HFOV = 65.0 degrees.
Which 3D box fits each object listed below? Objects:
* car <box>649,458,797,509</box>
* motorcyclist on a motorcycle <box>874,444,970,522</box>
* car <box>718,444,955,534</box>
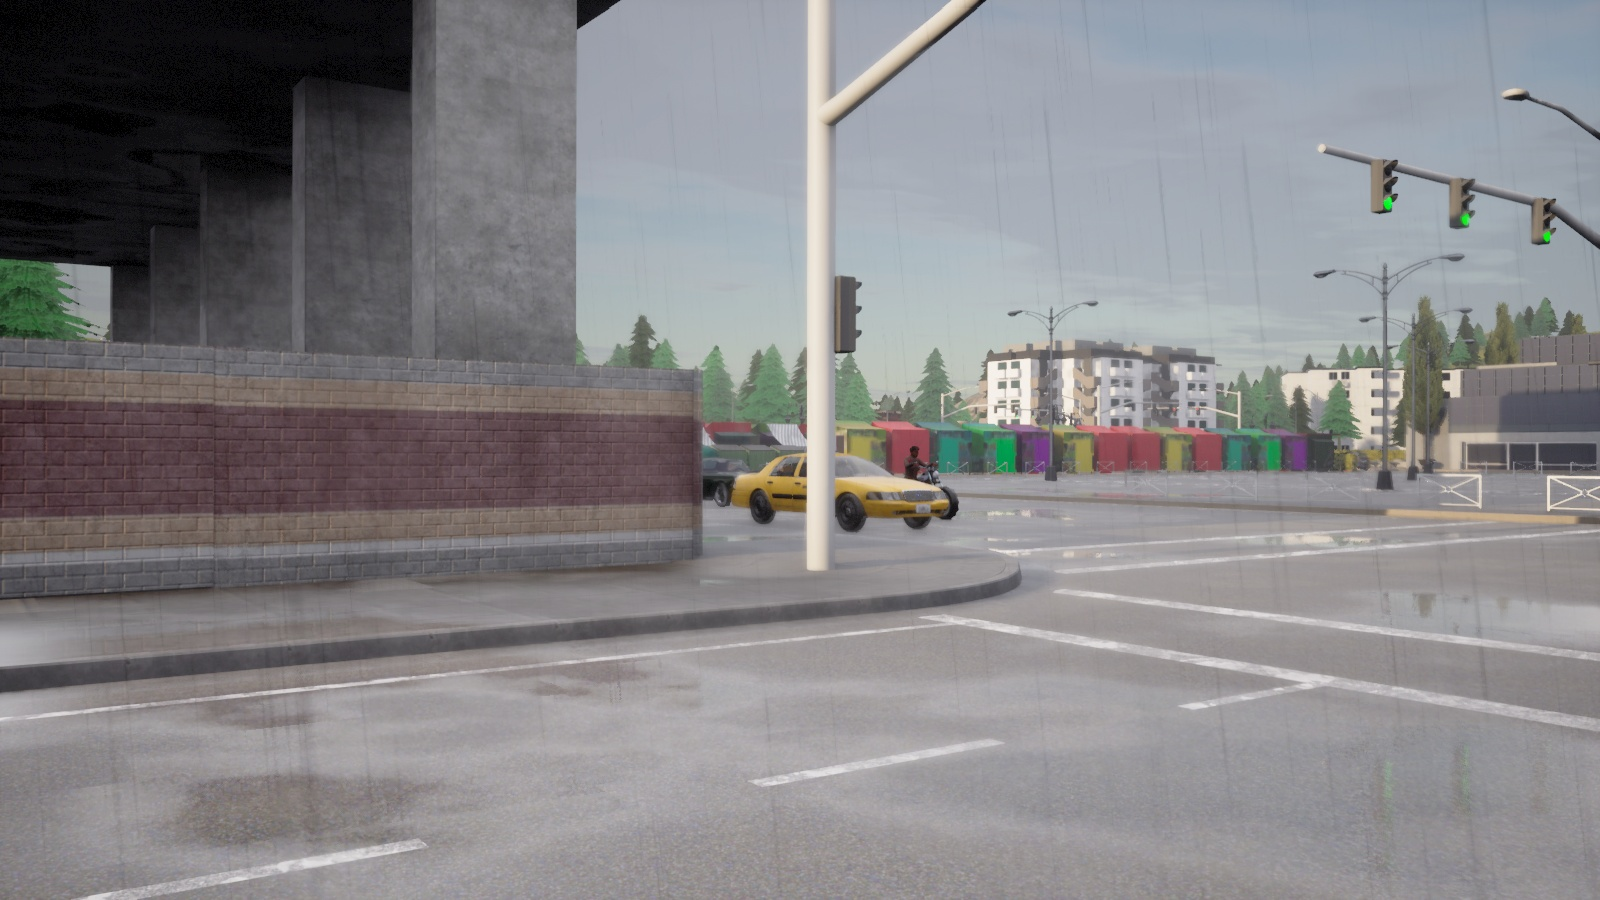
[{"bbox_3d":[-2.221,0.878,34.799,1.895,1.301,4.718,0,0,-35],"label":"car"},{"bbox_3d":[2.673,0.701,27.821,0.766,1.649,2.350,0,0,-35],"label":"motorcyclist on a motorcycle"},{"bbox_3d":[0.561,0.687,24.736,1.801,1.575,5.366,0,0,-35],"label":"car"}]
